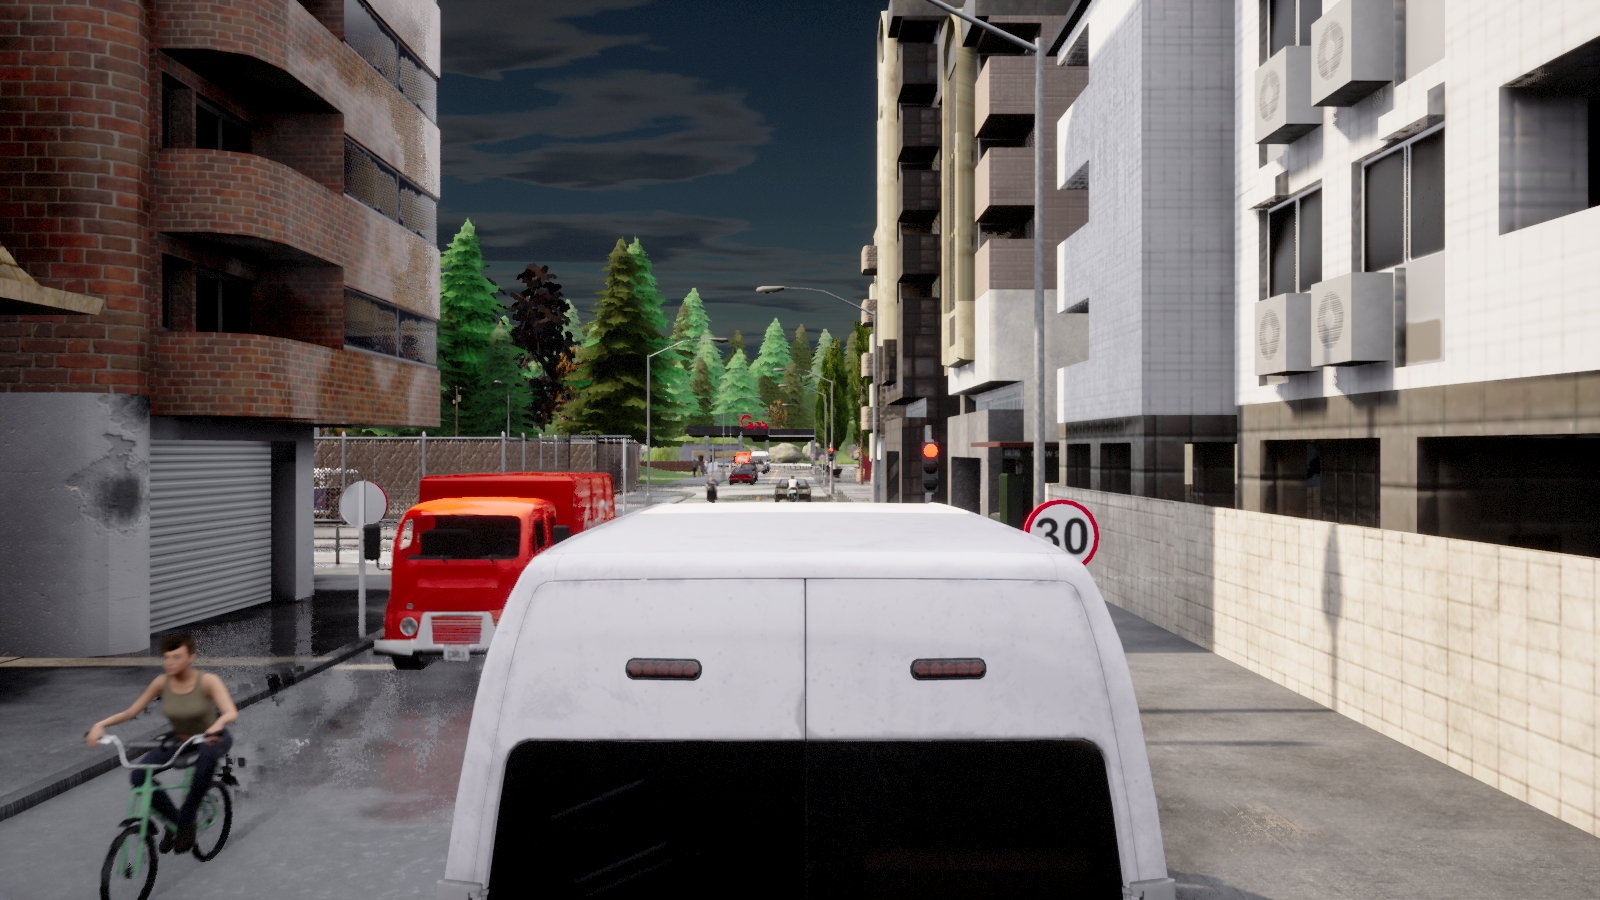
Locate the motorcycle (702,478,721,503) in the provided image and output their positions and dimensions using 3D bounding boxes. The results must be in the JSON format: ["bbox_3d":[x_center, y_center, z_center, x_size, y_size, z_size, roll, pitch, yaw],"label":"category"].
[{"bbox_3d":[-4.362,1.971,56.253,0.803,1.145,2.033,0,0,0],"label":"motorcycle"}]

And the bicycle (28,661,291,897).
[{"bbox_3d":[-4.025,2.033,7.331,0.859,1.080,1.487,0,0,-1],"label":"bicycle"}]

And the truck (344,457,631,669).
[{"bbox_3d":[-4.063,1.341,16.043,2.627,2.467,5.204,0,0,0],"label":"truck"}]

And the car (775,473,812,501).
[{"bbox_3d":[-0.339,1.912,60.159,1.895,1.301,4.718,0,0,0],"label":"car"}]

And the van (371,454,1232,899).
[{"bbox_3d":[-0.009,1.312,5.597,1.988,2.561,5.915,0,0,0],"label":"van"}]
